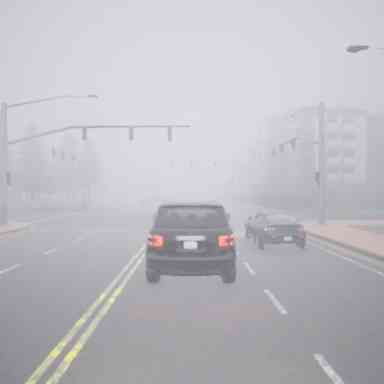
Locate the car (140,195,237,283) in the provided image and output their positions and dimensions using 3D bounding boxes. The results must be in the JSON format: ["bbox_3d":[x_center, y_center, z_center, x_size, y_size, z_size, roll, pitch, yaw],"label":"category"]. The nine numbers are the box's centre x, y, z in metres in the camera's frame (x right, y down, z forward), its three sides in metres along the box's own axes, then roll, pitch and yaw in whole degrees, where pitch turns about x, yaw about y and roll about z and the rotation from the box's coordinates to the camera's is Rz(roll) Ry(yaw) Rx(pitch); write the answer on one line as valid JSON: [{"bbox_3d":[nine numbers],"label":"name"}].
[{"bbox_3d":[-0.018,1.216,9.754,2.150,2.045,5.566,0,0,0],"label":"car"}]

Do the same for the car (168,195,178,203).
[{"bbox_3d":[-4.000,1.403,70.817,1.882,1.535,5.008,0,0,0],"label":"car"}]

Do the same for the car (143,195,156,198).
[{"bbox_3d":[-7.450,1.438,55.597,1.882,1.535,5.008,0,0,0],"label":"car"}]

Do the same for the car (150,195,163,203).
[{"bbox_3d":[-7.499,1.446,70.768,2.128,1.511,4.902,0,0,0],"label":"car"}]

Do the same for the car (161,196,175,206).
[{"bbox_3d":[-3.952,1.439,55.580,1.882,1.535,5.008,0,0,0],"label":"car"}]

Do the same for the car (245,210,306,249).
[{"bbox_3d":[3.478,1.516,14.383,1.812,1.442,4.674,0,0,0],"label":"car"}]
